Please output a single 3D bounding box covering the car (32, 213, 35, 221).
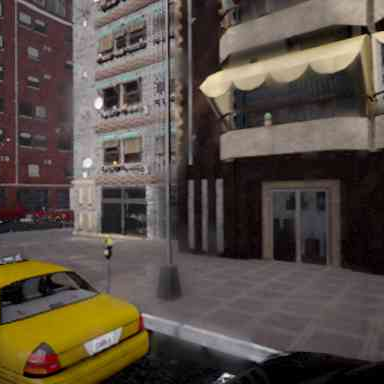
[{"bbox_3d":[-14.458,2.328,34.793,1.887,1.381,4.507,-2,-2,35],"label":"car"}]

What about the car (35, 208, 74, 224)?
[{"bbox_3d":[-12.677,2.313,32.802,1.994,1.385,4.181,-1,-1,35],"label":"car"}]

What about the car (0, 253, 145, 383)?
[{"bbox_3d":[-2.821,1.589,4.880,4.829,1.417,1.752,-1,0,35],"label":"car"}]

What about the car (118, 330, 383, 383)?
[{"bbox_3d":[1.905,1.556,1.516,4.313,1.339,1.947,-1,0,35],"label":"car"}]

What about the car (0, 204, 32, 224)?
[{"bbox_3d":[-17.750,1.995,30.151,2.192,1.841,5.009,-2,-2,35],"label":"car"}]
